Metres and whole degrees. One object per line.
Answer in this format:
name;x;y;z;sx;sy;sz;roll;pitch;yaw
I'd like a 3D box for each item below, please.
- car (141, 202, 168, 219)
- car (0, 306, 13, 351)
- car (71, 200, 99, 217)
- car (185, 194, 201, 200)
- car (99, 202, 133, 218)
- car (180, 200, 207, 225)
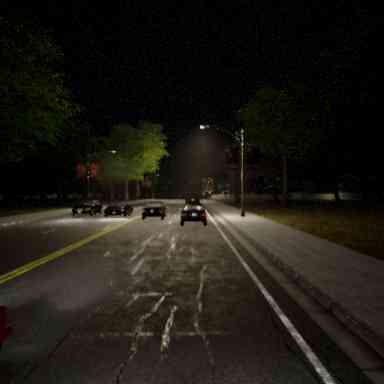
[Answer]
car;-3.138;1.545;28.544;2.033;1.411;5.357;0;0;0
car;-3.149;1.598;1.990;1.895;1.301;4.718;0;0;0
car;-9.795;1.495;31.484;2.128;1.511;4.902;0;0;1
car;0.120;1.255;49.698;2.150;2.045;5.566;0;0;0
car;-6.556;1.564;29.945;1.994;1.385;4.181;0;0;0
car;0.110;1.540;24.279;2.033;1.411;5.357;0;0;0
